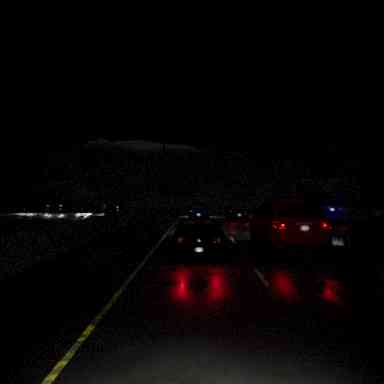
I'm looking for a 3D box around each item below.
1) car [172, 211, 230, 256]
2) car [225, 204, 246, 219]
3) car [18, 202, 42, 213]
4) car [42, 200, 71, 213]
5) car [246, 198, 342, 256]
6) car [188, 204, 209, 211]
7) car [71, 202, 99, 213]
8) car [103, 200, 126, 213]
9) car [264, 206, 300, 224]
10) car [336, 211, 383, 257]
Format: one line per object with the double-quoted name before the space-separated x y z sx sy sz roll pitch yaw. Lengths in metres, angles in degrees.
"car" 0.293 1.679 13.438 1.895 1.301 4.718 0 0 1
"car" 4.113 1.829 30.802 1.812 1.442 4.674 0 -1 1
"car" -20.353 1.940 42.418 1.994 1.385 4.181 0 -1 1
"car" -16.850 1.750 42.628 2.097 1.767 4.553 0 -1 1
"car" 3.803 1.319 13.696 2.150 2.045 5.566 0 -1 1
"car" 0.613 1.811 30.858 1.812 1.442 4.674 0 -1 1
"car" -13.357 1.977 42.415 1.994 1.385 4.181 0 -1 1
"car" -9.853 1.787 42.543 2.097 1.767 4.553 0 -1 1
"car" 7.565 1.887 28.429 1.895 1.301 4.718 0 -1 1
"car" 7.264 1.604 12.072 1.837 1.490 4.892 0 -2 1
